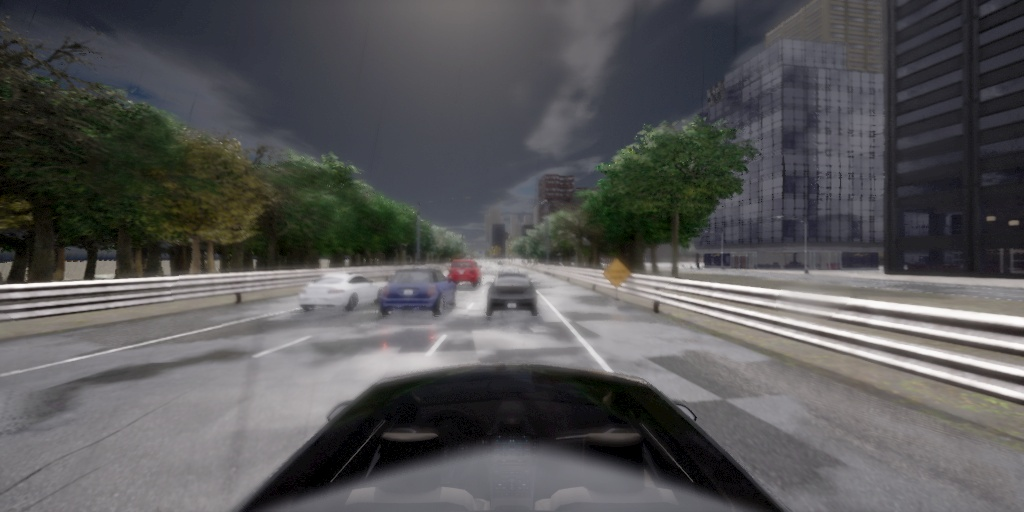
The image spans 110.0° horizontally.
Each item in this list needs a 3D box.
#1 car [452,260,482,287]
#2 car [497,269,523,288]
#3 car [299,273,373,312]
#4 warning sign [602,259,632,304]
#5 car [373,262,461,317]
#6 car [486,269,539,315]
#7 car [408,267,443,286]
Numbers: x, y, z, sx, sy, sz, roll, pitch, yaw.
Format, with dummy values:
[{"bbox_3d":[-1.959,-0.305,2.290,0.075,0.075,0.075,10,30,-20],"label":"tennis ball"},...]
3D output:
[{"bbox_3d":[-3.632,1.322,28.234,2.150,2.045,5.566,0,-1,0],"label":"car"},{"bbox_3d":[-0.135,1.706,28.784,1.895,1.301,4.718,0,-1,0],"label":"car"},{"bbox_3d":[-6.996,1.452,15.087,1.812,1.442,4.674,0,-1,0],"label":"car"},{"bbox_3d":[4.506,1.043,15.403,1.300,1.860,1.060,0,0,0],"label":"warning sign"},{"bbox_3d":[-3.495,1.265,14.228,2.097,1.767,4.553,0,-1,0],"label":"car"},{"bbox_3d":[0.005,1.421,14.359,1.837,1.490,4.892,0,0,0],"label":"car"},{"bbox_3d":[-7.142,1.650,30.022,1.812,1.442,4.674,0,-1,0],"label":"car"}]
